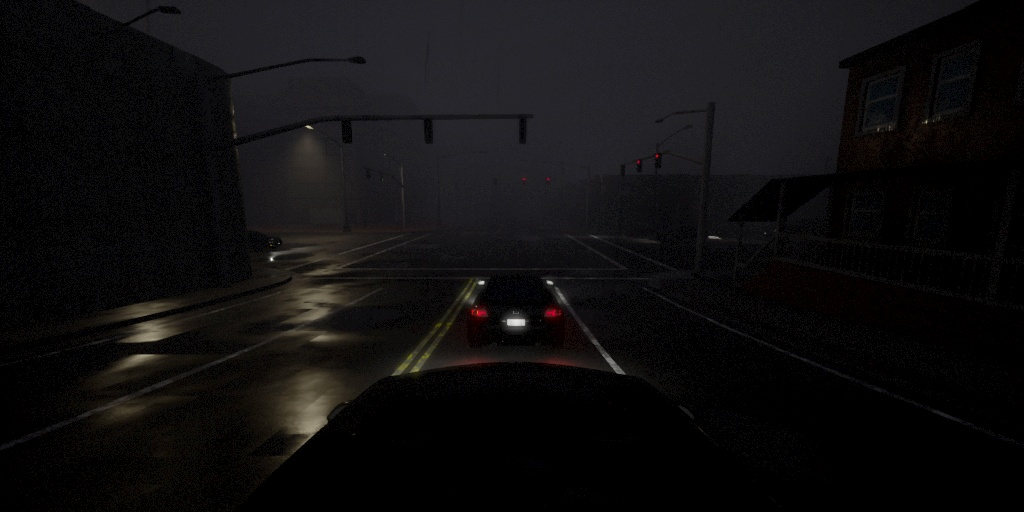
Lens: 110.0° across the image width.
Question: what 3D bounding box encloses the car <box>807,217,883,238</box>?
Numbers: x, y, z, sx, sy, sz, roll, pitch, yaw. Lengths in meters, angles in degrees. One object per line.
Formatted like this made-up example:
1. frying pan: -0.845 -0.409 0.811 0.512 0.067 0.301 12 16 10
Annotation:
1. car: 34.368 -3.003 37.177 5.566 2.045 2.150 0 8 1

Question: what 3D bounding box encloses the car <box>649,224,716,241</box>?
1. car: 15.987 -2.222 33.884 4.892 1.490 1.837 0 8 0

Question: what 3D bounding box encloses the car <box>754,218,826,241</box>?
1. car: 26.668 -2.498 33.771 5.566 2.045 2.150 0 8 1

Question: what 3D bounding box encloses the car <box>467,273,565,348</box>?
1. car: 0.094 1.090 8.695 1.994 1.385 4.181 0 3 0

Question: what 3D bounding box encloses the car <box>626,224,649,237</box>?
1. car: 14.475 -2.641 37.384 4.718 1.301 1.895 0 8 1

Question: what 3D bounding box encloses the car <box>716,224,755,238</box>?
1. car: 23.550 -2.673 37.306 4.181 1.385 1.994 0 8 1

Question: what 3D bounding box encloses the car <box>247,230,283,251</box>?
1. car: -19.959 -1.188 26.980 4.892 1.490 1.837 0 8 1
